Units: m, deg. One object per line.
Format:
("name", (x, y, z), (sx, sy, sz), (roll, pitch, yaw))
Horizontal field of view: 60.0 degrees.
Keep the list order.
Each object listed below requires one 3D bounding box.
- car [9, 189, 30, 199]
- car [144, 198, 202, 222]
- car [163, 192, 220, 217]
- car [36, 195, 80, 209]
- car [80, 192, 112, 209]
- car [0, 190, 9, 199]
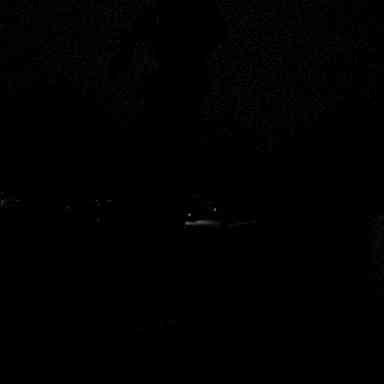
("car", (-26.187, 0.288, 49.886), (4.718, 1.301, 1.895), (3, 3, 39))
("car", (-1.715, 1.449, 25.204), (4.181, 1.385, 1.994), (1, 1, 39))
("car", (-0.288, 1.044, 28.551), (5.566, 2.045, 2.150), (1, 1, 39))
("car", (-14.771, 1.044, 35.898), (5.357, 1.411, 2.033), (3, 3, 39))
("car", (-11.029, 0.867, 37.356), (4.553, 1.767, 2.097), (2, 2, 39))
("car", (-28.436, 0.122, 47.200), (4.553, 1.767, 2.097), (3, 3, 39))
